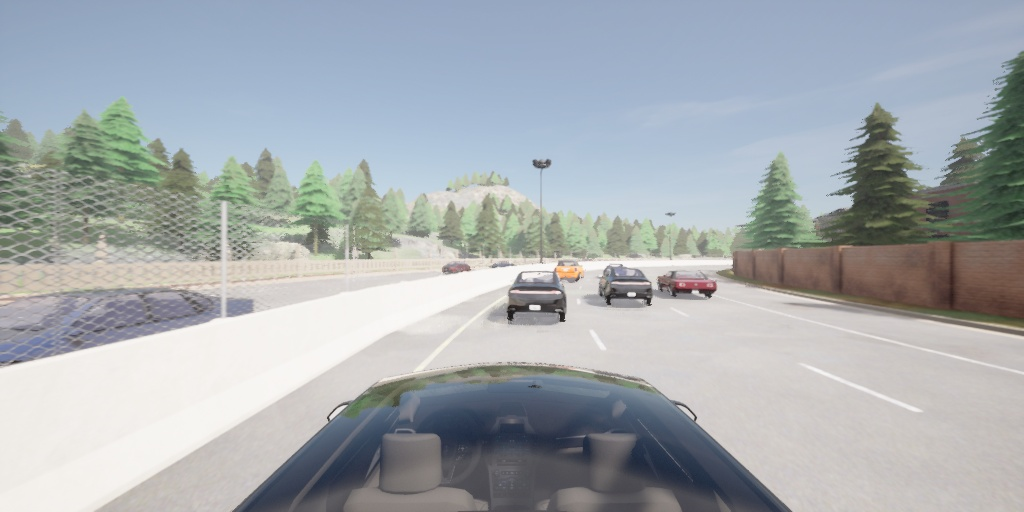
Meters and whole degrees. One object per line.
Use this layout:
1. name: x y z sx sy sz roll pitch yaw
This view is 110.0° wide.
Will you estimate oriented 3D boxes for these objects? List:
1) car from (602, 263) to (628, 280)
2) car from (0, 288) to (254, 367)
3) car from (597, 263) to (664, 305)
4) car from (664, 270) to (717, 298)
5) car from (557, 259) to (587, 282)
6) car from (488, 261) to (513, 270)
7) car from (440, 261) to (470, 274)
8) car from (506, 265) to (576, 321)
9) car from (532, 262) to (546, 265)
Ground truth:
1. car: 9.635 1.362 33.271 1.994 1.385 4.181 0 0 20
2. car: -6.907 1.266 5.962 2.033 1.411 5.357 0 0 3
3. car: 5.008 1.266 16.210 2.128 1.511 4.902 0 0 9
4. car: 9.049 1.394 18.991 1.895 1.301 4.718 0 0 11
5. car: 4.792 1.127 29.979 2.097 1.767 4.553 0 0 17
6. car: -1.305 1.313 43.889 1.994 1.385 4.181 0 0 24
7. car: -6.403 1.289 40.728 1.994 1.385 4.181 0 0 21
8. car: 0.937 1.247 12.539 2.128 1.511 4.902 0 0 7
9. car: 3.191 1.370 45.403 1.895 1.301 4.718 0 0 26
